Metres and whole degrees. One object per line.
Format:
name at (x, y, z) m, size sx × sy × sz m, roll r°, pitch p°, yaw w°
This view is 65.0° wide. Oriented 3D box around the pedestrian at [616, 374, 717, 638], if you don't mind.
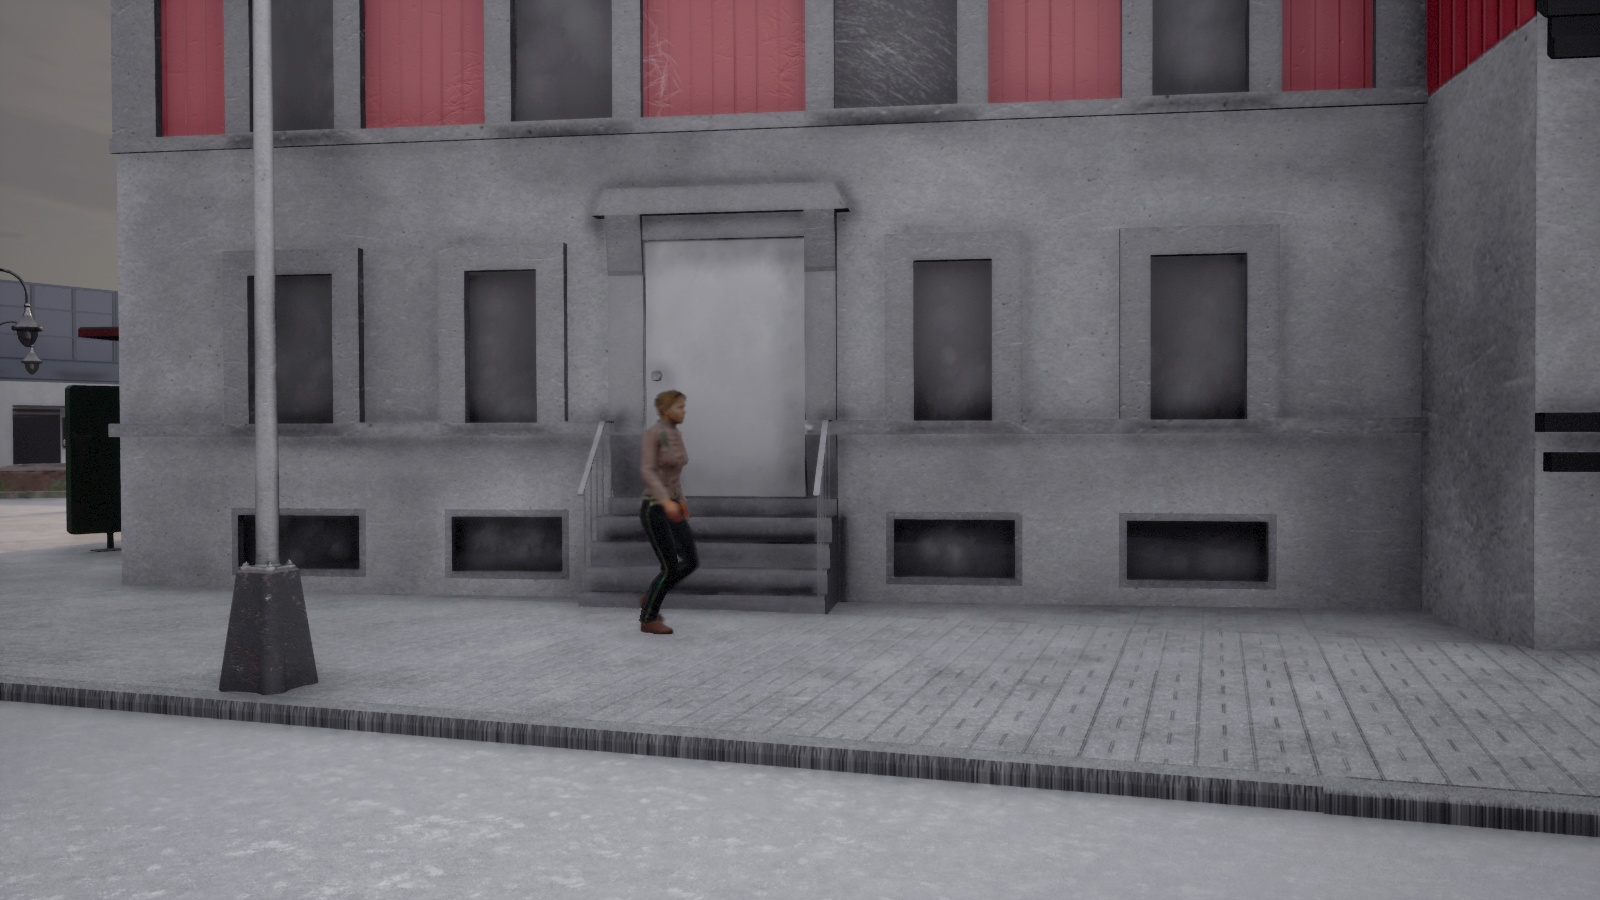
pedestrian at (-0.961, 0.388, 9.044) m, size 0.634 × 1.846 × 0.331 m, roll 1°, pitch 1°, yaw 23°
